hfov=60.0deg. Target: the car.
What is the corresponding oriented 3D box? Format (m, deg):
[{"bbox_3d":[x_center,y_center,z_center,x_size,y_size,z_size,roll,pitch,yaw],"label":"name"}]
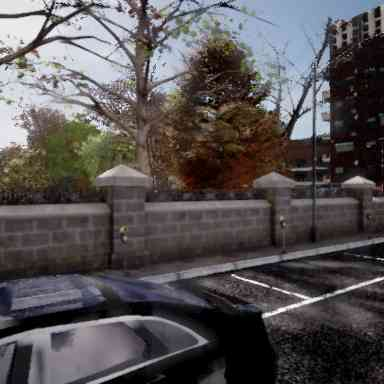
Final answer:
[{"bbox_3d":[-1.504,1.491,2.305,4.902,1.511,2.128,0,0,-35],"label":"car"}]
